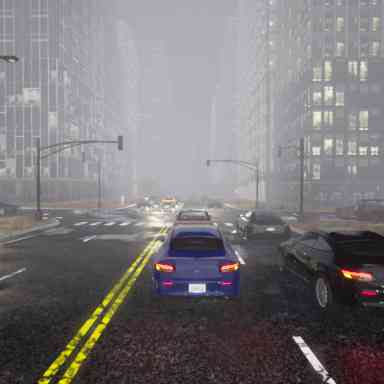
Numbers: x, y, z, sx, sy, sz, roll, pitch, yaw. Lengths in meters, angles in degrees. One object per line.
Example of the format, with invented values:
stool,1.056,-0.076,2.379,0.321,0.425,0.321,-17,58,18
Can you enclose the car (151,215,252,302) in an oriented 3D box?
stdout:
car,0.089,1.522,8.136,1.812,1.442,4.674,0,0,0

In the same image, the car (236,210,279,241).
car,3.330,1.555,16.140,1.994,1.385,4.181,0,0,-1

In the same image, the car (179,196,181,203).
car,-3.414,1.554,58.578,1.895,1.301,4.718,0,0,0

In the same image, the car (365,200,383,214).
car,21.757,1.643,36.178,4.829,1.417,1.752,1,0,1

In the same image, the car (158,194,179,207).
car,-3.416,1.442,49.199,1.882,1.535,5.008,0,0,0

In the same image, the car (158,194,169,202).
car,-6.614,1.285,76.818,2.097,1.767,4.553,0,0,0

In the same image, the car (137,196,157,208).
car,-6.668,1.513,47.801,2.033,1.411,5.357,0,0,0

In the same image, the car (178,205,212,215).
car,0.077,1.591,17.302,1.895,1.301,4.718,0,0,0

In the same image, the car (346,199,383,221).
car,16.161,1.520,27.883,5.009,1.841,2.192,1,0,1

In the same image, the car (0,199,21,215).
car,-18.506,1.358,30.974,4.892,1.490,1.837,1,1,2

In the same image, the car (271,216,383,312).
car,3.340,1.522,7.571,1.812,1.442,4.674,0,0,0

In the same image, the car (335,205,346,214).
car,16.743,1.679,33.661,4.181,1.385,1.994,0,1,1

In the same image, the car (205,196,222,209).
car,3.082,1.570,45.734,1.895,1.301,4.718,0,0,1

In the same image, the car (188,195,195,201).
car,-0.117,1.466,78.940,2.033,1.411,5.357,0,0,0

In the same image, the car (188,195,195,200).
car,-0.132,1.505,89.096,1.895,1.301,4.718,0,0,0

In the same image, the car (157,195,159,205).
car,-6.666,1.460,57.539,1.837,1.490,4.892,0,0,0

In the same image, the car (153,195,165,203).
car,-6.623,1.448,66.893,1.837,1.490,4.892,0,0,0

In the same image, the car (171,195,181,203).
car,-3.353,1.418,69.106,1.882,1.535,5.008,0,0,0

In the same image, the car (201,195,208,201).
car,3.135,1.480,78.134,1.994,1.385,4.181,0,0,0
